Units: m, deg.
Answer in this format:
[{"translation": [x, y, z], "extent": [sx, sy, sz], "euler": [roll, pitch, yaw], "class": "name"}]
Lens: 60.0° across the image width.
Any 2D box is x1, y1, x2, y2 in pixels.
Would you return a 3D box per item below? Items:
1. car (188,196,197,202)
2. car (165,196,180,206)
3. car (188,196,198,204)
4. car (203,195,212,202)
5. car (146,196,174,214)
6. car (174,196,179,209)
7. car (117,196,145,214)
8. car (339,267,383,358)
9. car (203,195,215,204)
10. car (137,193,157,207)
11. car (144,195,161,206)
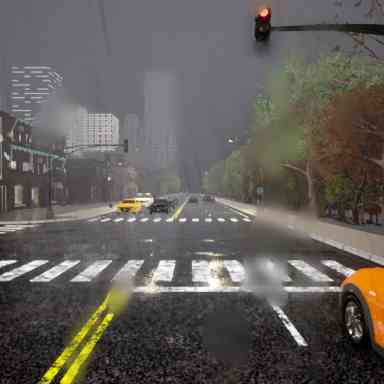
[{"translation": [0.165, 1.565, 74.941], "extent": [1.895, 1.301, 4.718], "euler": [0, 0, 0], "class": "car"}, {"translation": [-3.215, 1.471, 54.951], "extent": [2.128, 1.511, 4.902], "euler": [0, 0, 0], "class": "car"}, {"translation": [0.238, 1.523, 64.448], "extent": [2.033, 1.411, 5.357], "euler": [0, 0, 1], "class": "car"}, {"translation": [3.415, 1.447, 74.889], "extent": [1.882, 1.535, 5.008], "euler": [0, 0, 0], "class": "car"}, {"translation": [-3.270, 1.467, 34.913], "extent": [1.882, 1.535, 5.008], "euler": [0, 0, 0], "class": "car"}, {"translation": [-3.243, 1.548, 44.923], "extent": [1.994, 1.385, 4.181], "euler": [0, 0, 0], "class": "car"}, {"translation": [-6.517, 1.467, 34.900], "extent": [1.882, 1.535, 5.008], "euler": [0, 0, 0], "class": "car"}, {"translation": [3.359, 1.351, 3.408], "extent": [2.097, 1.767, 4.553], "euler": [0, 0, 0], "class": "car"}, {"translation": [3.488, 1.467, 64.724], "extent": [2.128, 1.511, 4.902], "euler": [0, 0, 0], "class": "car"}, {"translation": [-6.492, 1.206, 44.838], "extent": [2.150, 2.045, 5.566], "euler": [0, 0, 0], "class": "car"}, {"translation": [-6.465, 1.332, 54.799], "extent": [2.097, 1.767, 4.553], "euler": [0, 0, 0], "class": "car"}]
